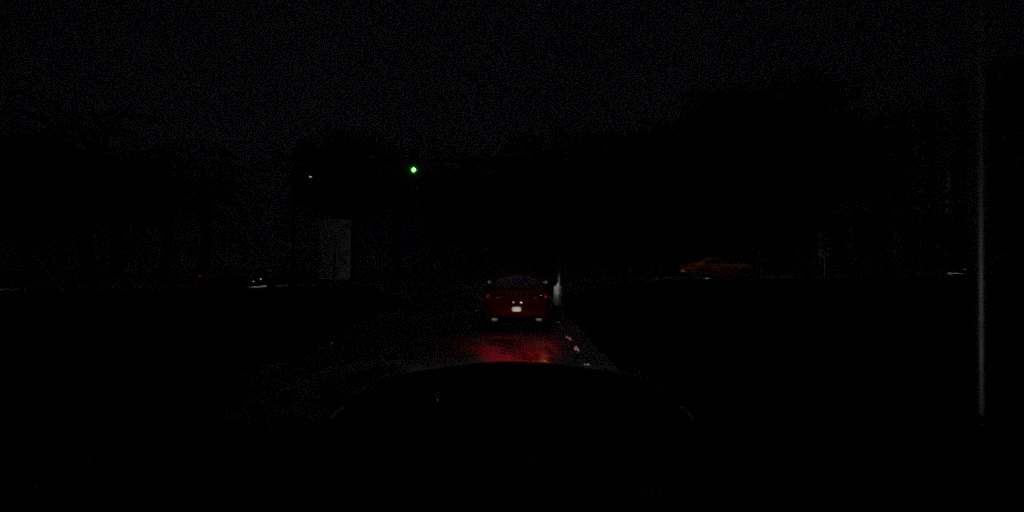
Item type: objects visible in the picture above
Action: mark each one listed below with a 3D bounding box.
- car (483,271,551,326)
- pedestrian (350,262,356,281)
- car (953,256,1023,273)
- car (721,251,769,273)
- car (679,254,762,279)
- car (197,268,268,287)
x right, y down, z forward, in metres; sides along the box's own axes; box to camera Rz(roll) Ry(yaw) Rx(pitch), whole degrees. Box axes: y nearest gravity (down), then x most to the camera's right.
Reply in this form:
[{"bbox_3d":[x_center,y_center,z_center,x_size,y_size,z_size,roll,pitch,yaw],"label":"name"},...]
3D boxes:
[{"bbox_3d":[0.184,1.225,11.744,1.882,1.535,5.008,0,0,1],"label":"car"},{"bbox_3d":[-15.112,1.441,33.857,0.375,1.860,0.375,0,-1,0],"label":"pedestrian"},{"bbox_3d":[40.391,0.676,29.917,5.357,1.411,2.033,-1,-2,0],"label":"car"},{"bbox_3d":[18.255,0.691,29.949,5.566,2.045,2.150,-1,-2,0],"label":"car"},{"bbox_3d":[14.970,0.870,26.299,5.008,1.535,1.882,-1,-2,-1],"label":"car"},{"bbox_3d":[-20.378,1.536,26.254,4.181,1.385,1.994,-1,-2,0],"label":"car"}]
